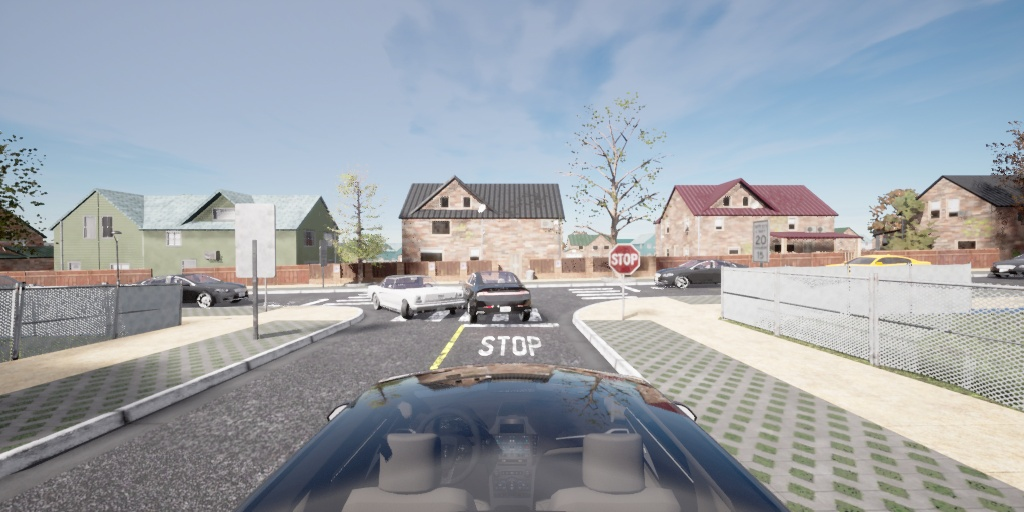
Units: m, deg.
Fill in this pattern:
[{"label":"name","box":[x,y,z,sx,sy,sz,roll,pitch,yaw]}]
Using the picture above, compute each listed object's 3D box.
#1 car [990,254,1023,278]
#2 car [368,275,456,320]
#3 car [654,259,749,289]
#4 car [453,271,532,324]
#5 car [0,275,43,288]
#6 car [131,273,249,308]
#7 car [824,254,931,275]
[{"label":"car","box":[29.388,0.478,19.633,4.902,1.511,2.128,-1,1,0]},{"label":"car","box":[-3.600,1.368,13.015,1.895,1.301,4.718,0,0,-38]},{"label":"car","box":[10.333,0.926,19.562,4.902,1.511,2.128,-1,1,0]},{"label":"car","box":[-0.684,1.242,12.155,2.128,1.511,4.902,0,0,-12]},{"label":"car","box":[-24.238,1.648,16.472,4.553,1.767,2.097,-1,1,0]},{"label":"car","box":[-14.900,1.566,16.512,4.902,1.511,2.128,-1,1,0]},{"label":"car","box":[19.763,0.690,19.597,5.008,1.535,1.882,-1,1,-1]}]
